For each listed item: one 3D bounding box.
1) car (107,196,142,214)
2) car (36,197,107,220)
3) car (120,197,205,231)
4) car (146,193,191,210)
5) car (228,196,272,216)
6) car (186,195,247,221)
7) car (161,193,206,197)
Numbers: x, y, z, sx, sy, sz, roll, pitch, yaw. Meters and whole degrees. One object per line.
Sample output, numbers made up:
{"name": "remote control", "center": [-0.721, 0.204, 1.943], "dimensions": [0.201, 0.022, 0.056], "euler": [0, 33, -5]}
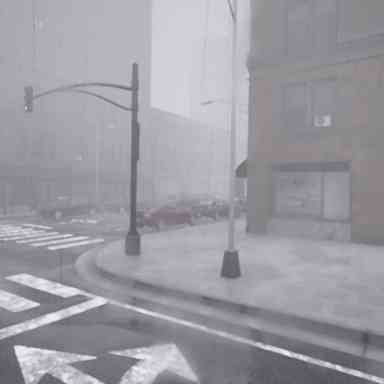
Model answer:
{"name": "car", "center": [-5.317, 0.966, 27.586], "dimensions": [1.887, 1.381, 4.507], "euler": [2, 2, 35]}
{"name": "car", "center": [-8.456, 1.045, 23.064], "dimensions": [1.887, 1.381, 4.507], "euler": [2, 2, 35]}
{"name": "car", "center": [-1.453, 1.213, 18.205], "dimensions": [1.887, 1.381, 4.507], "euler": [2, 2, 35]}
{"name": "car", "center": [-2.177, 0.886, 32.108], "dimensions": [1.887, 1.381, 4.507], "euler": [2, 2, 35]}
{"name": "car", "center": [4.825, 1.075, 27.249], "dimensions": [1.947, 1.339, 4.313], "euler": [2, 2, 35]}
{"name": "car", "center": [1.686, 1.140, 22.727], "dimensions": [2.008, 1.369, 4.403], "euler": [2, 2, 35]}
{"name": "car", "center": [-1.172, 0.901, 28.905], "dimensions": [1.882, 1.535, 5.008], "euler": [1, 2, 35]}
